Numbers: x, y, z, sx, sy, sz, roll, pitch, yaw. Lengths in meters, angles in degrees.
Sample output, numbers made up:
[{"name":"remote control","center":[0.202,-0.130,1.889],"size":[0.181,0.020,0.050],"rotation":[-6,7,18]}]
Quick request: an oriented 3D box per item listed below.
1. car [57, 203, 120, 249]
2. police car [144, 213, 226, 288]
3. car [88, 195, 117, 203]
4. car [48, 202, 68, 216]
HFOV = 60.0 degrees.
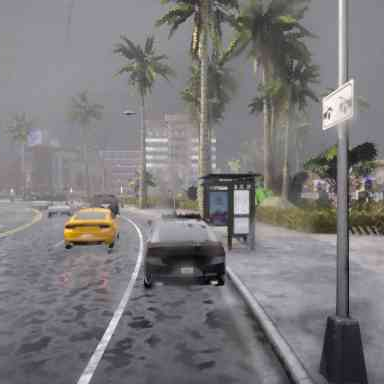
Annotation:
[{"name":"car","center":[-4.288,1.475,14.768],"size":[1.882,1.535,5.008],"rotation":[0,0,-9]},{"name":"police car","center":[-0.319,1.424,9.464],"size":[1.930,1.638,5.238],"rotation":[0,0,-5]},{"name":"car","center":[-7.332,1.218,27.465],"size":[2.150,2.045,5.566],"rotation":[0,0,-18]},{"name":"car","center":[-12.923,1.592,32.221],"size":[1.895,1.301,4.718],"rotation":[0,0,-23]}]
